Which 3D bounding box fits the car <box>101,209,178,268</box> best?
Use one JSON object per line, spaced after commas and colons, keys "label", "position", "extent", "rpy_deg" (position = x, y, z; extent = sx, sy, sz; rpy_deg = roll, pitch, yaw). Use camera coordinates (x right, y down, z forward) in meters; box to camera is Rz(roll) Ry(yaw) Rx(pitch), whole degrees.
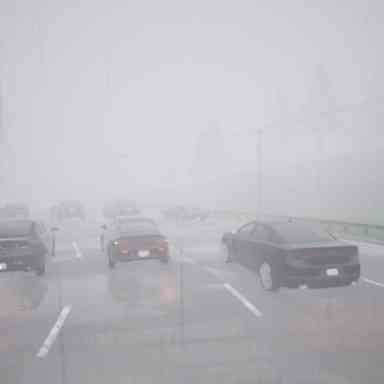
{"label": "car", "position": [-2.057, 1.538, 11.398], "extent": [1.812, 1.442, 4.674], "rpy_deg": [0, 0, -18]}

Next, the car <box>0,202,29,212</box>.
{"label": "car", "position": [-15.422, 1.652, 28.868], "extent": [1.837, 1.490, 4.892], "rpy_deg": [0, 0, -36]}

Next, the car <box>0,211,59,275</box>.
{"label": "car", "position": [-5.374, 1.556, 10.314], "extent": [1.837, 1.490, 4.892], "rpy_deg": [0, 0, -18]}

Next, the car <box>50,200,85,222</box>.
{"label": "car", "position": [-10.535, 1.444, 27.921], "extent": [2.097, 1.767, 4.553], "rpy_deg": [-1, 0, -33]}

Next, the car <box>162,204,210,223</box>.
{"label": "car", "position": [-0.648, 1.583, 25.170], "extent": [1.895, 1.301, 4.718], "rpy_deg": [-1, 0, -29]}

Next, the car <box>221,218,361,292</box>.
{"label": "car", "position": [2.257, 1.443, 9.027], "extent": [1.882, 1.535, 5.008], "rpy_deg": [0, 0, -12]}

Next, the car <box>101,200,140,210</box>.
{"label": "car", "position": [-5.888, 1.392, 27.141], "extent": [2.097, 1.767, 4.553], "rpy_deg": [-1, 0, -31]}
